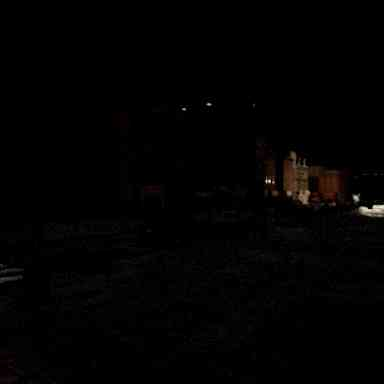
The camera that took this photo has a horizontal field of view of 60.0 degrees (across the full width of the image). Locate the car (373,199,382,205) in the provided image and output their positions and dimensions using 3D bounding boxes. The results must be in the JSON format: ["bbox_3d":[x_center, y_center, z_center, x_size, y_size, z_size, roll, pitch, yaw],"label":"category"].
[{"bbox_3d":[44.867,2.564,80.481,1.947,1.339,4.313,-2,-2,35],"label":"car"}]

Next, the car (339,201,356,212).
[{"bbox_3d":[22.086,1.987,48.396,1.967,1.590,4.097,-1,-1,35],"label":"car"}]

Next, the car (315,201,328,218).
[{"bbox_3d":[12.422,1.918,34.779,1.752,1.417,4.829,-1,-1,35],"label":"car"}]

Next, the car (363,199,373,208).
[{"bbox_3d":[31.850,2.275,62.146,2.008,1.369,4.403,-2,-2,35],"label":"car"}]

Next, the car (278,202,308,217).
[{"bbox_3d":[11.683,1.967,38.283,1.812,1.442,4.674,-1,-1,35],"label":"car"}]

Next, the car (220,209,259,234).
[{"bbox_3d":[2.659,1.780,21.026,1.752,1.417,4.829,-1,-1,35],"label":"car"}]

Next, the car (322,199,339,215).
[{"bbox_3d":[15.577,1.881,39.228,1.967,1.590,4.097,-1,-1,35],"label":"car"}]

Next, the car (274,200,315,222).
[{"bbox_3d":[9.067,1.659,30.061,2.192,1.841,5.009,-1,-1,35],"label":"car"}]

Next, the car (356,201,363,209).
[{"bbox_3d":[25.341,2.156,52.977,2.008,1.369,4.403,-1,-1,35],"label":"car"}]

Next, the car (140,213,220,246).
[{"bbox_3d":[-0.694,1.775,16.302,1.947,1.339,4.313,-1,-1,35],"label":"car"}]
